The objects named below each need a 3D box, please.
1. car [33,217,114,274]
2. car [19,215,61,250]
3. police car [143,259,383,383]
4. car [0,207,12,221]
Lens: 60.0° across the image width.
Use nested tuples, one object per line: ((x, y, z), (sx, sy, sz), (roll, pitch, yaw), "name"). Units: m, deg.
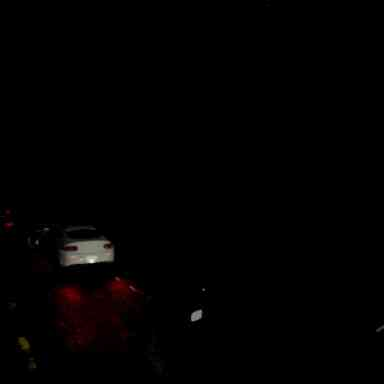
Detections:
((-4.197, 1.834, 11.771), (1.812, 1.442, 4.674), (2, -2, -33), "car")
((-7.424, 1.932, 16.828), (1.837, 1.490, 4.892), (2, -2, -33), "car")
((1.124, 1.540, 3.438), (1.930, 1.638, 5.238), (2, -2, -33), "police car")
((-20.731, 2.380, 36.241), (2.128, 1.511, 4.902), (1, -2, -32), "car")
